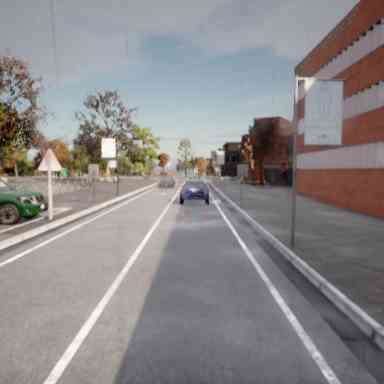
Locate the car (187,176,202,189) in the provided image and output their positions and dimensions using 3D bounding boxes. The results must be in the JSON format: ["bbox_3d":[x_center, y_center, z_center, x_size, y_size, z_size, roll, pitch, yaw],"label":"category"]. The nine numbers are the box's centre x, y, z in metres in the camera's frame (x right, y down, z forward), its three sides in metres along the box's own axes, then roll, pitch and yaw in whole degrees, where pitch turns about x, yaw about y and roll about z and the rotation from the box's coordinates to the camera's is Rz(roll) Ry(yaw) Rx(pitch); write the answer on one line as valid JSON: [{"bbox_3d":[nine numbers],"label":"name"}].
[{"bbox_3d":[0.335,-1.284,42.891,1.837,1.490,4.892,0,4,1],"label":"car"}]

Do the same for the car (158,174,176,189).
[{"bbox_3d":[-3.098,-1.180,42.193,1.994,1.385,4.181,0,4,1],"label":"car"}]

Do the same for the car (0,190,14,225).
[{"bbox_3d":[-9.523,0.797,12.214,4.674,1.452,2.002,0,4,0],"label":"car"}]

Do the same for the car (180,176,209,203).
[{"bbox_3d":[0.195,-0.196,25.329,2.097,1.767,4.553,0,4,0],"label":"car"}]

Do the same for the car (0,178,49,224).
[{"bbox_3d":[-9.515,0.308,15.012,5.566,2.045,2.435,0,4,0],"label":"car"}]
